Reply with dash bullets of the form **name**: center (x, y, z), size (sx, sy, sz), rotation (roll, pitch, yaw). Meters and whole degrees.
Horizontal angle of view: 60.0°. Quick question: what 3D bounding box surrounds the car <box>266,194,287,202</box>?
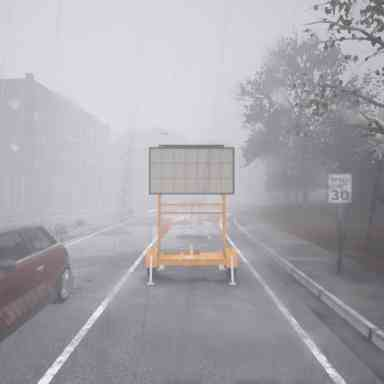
- **car**: center (16.550, 1.165, 65.238), size (4.674, 1.442, 1.812), rotation (-1, 0, -33)

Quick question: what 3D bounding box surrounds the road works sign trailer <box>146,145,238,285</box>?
- **road works sign trailer**: center (-0.011, 0.467, 9.484), size (2.380, 3.560, 2.880), rotation (0, 0, 0)

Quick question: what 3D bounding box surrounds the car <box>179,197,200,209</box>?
- **car**: center (-0.288, 1.467, 46.139), size (2.128, 1.511, 4.902), rotation (-1, 0, 20)

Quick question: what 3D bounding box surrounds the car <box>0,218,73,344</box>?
- **car**: center (-3.583, 1.353, 5.148), size (2.097, 1.767, 4.553), rotation (0, 0, 0)
